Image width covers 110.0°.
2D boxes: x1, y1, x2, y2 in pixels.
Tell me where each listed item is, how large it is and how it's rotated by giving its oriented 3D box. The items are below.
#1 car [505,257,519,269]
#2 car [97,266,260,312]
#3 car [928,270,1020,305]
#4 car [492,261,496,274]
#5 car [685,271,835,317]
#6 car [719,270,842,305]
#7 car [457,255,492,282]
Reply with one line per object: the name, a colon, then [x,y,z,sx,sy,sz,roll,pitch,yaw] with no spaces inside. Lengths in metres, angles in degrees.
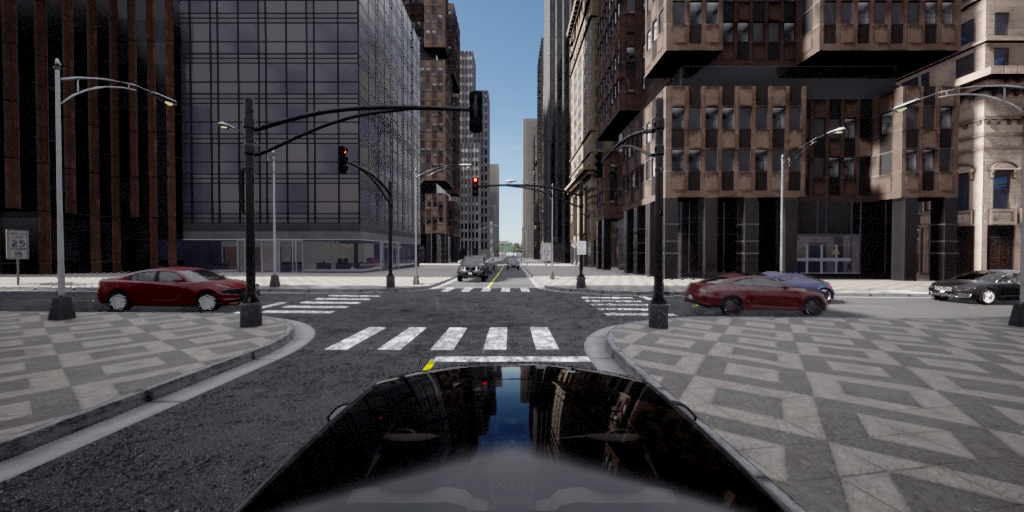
car: [0.105,1.257,53.964,2.033,1.411,5.357,0,0,-3]
car: [-12.178,1.159,13.317,5.008,1.535,1.882,0,1,0]
car: [22.312,1.405,16.578,4.892,1.490,1.837,0,1,0]
car: [-3.103,1.290,39.552,1.994,1.385,4.181,0,0,0]
car: [8.939,1.373,13.352,4.674,1.442,1.812,0,1,0]
car: [12.230,1.389,16.558,4.181,1.385,1.994,0,1,0]
car: [-3.108,0.957,29.526,2.150,2.045,5.566,0,0,0]
